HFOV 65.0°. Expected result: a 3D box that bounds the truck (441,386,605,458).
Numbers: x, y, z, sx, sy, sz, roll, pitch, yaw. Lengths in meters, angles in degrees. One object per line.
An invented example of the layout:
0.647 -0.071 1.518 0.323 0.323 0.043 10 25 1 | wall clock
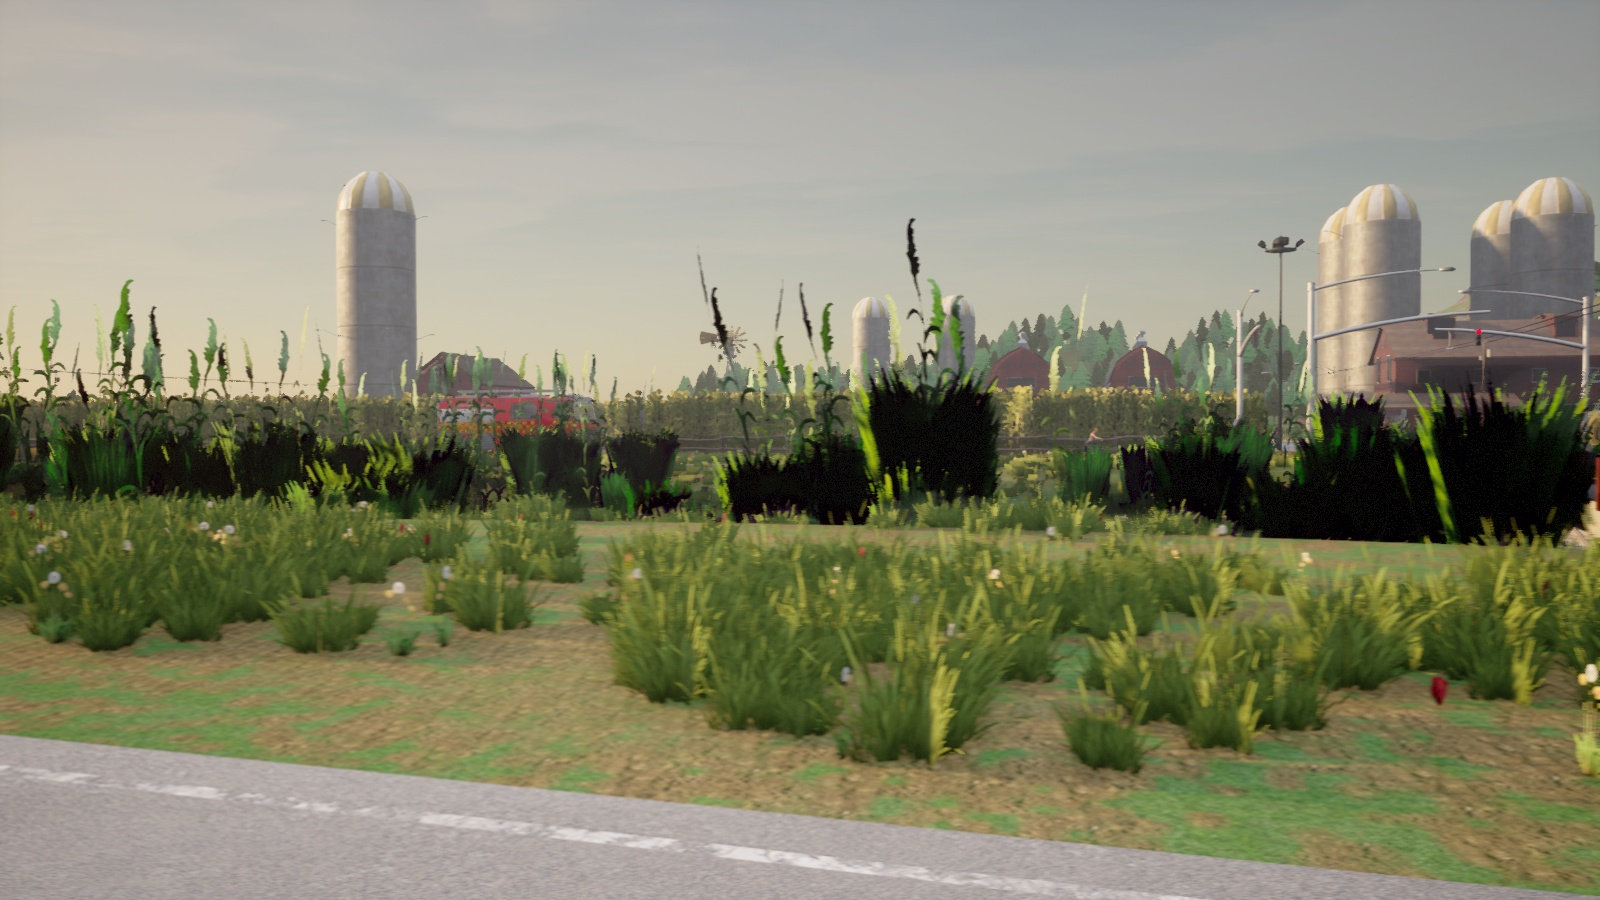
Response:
-15.348 -1.564 69.783 8.468 3.827 2.891 0 1 12 | truck
